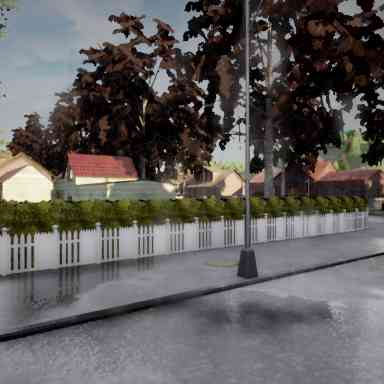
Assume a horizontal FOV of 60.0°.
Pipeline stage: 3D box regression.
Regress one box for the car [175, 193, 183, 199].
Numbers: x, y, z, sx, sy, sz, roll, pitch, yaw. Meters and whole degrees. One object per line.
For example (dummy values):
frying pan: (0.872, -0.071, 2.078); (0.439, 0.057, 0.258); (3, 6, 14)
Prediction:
car: (-3.690, 1.219, 57.914); (2.150, 2.045, 5.566); (0, 0, -36)
